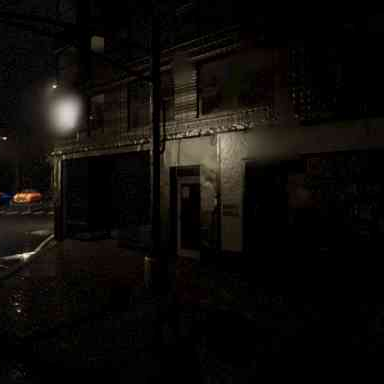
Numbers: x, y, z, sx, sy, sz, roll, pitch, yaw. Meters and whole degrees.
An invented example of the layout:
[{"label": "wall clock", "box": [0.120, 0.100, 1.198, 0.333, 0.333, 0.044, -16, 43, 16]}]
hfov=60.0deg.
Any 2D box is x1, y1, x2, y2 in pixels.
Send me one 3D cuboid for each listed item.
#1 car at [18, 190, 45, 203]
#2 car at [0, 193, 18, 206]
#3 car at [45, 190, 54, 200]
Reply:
[{"label": "car", "box": [-21.339, 0.504, 43.235, 2.097, 1.767, 4.553, 0, 1, -7]}, {"label": "car", "box": [-20.176, 0.794, 34.093, 1.882, 1.535, 5.008, 0, 1, -7]}, {"label": "car", "box": [-22.579, 0.472, 53.130, 1.882, 1.535, 5.008, 0, 1, -7]}]
